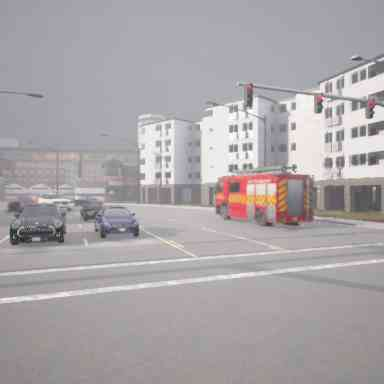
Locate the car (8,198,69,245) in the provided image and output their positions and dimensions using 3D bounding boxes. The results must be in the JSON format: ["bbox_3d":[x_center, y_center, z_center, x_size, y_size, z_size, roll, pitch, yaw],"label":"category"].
[{"bbox_3d":[-7.061,1.333,15.622,2.097,1.767,4.553,0,0,-19],"label":"car"}]

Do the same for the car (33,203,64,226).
[{"bbox_3d":[-10.480,1.557,24.171,1.895,1.301,4.718,0,0,-25],"label":"car"}]

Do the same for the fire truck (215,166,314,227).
[{"bbox_3d":[4.786,0.318,24.107,2.891,3.827,8.468,0,0,-22],"label":"fire truck"}]

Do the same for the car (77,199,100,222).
[{"bbox_3d":[-7.490,1.520,25.851,1.994,1.385,4.181,0,0,-25],"label":"car"}]

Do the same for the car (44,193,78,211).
[{"bbox_3d":[-15.510,1.140,37.667,2.150,2.045,5.566,0,0,-44],"label":"car"}]

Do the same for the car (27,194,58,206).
[{"bbox_3d":[-23.531,1.226,52.352,4.553,1.767,2.097,0,0,25],"label":"car"}]

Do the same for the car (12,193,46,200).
[{"bbox_3d":[-17.295,1.278,34.371,2.097,1.767,4.553,0,0,-44],"label":"car"}]

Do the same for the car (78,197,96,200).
[{"bbox_3d":[-14.982,1.389,46.714,4.902,1.511,2.128,0,0,38],"label":"car"}]

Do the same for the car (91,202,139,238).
[{"bbox_3d":[-4.130,1.505,17.819,1.812,1.442,4.674,0,0,-22],"label":"car"}]
